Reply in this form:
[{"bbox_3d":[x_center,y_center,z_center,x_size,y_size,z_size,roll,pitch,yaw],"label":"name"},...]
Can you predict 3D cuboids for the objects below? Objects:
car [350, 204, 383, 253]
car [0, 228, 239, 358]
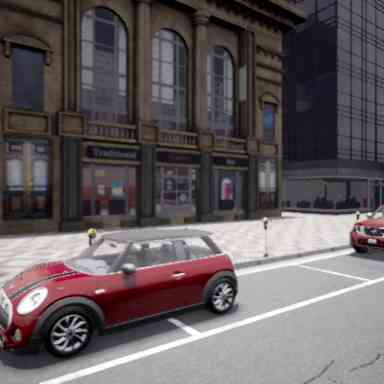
[{"bbox_3d":[8.018,1.318,12.489,5.009,1.841,2.192,0,0,-36],"label":"car"},{"bbox_3d":[-1.164,1.441,5.937,4.097,1.590,1.967,0,0,-36],"label":"car"}]
